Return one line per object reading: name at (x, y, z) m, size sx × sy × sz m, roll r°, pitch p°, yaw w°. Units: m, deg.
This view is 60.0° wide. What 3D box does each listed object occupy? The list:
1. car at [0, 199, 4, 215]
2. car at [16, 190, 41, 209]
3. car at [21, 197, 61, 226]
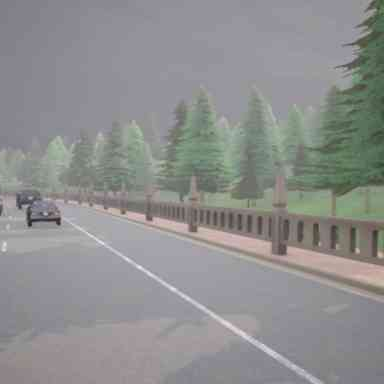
car at (-17.019, 0.954, 27.892) m, size 2.097 × 1.767 × 4.553 m, roll 1°, pitch 0°, yaw -28°
car at (-18.094, 0.753, 36.855) m, size 2.150 × 2.045 × 5.566 m, roll 1°, pitch 0°, yaw -31°
car at (-9.544, 1.291, 21.249) m, size 2.033 × 1.411 × 5.357 m, roll 1°, pitch 0°, yaw -28°
